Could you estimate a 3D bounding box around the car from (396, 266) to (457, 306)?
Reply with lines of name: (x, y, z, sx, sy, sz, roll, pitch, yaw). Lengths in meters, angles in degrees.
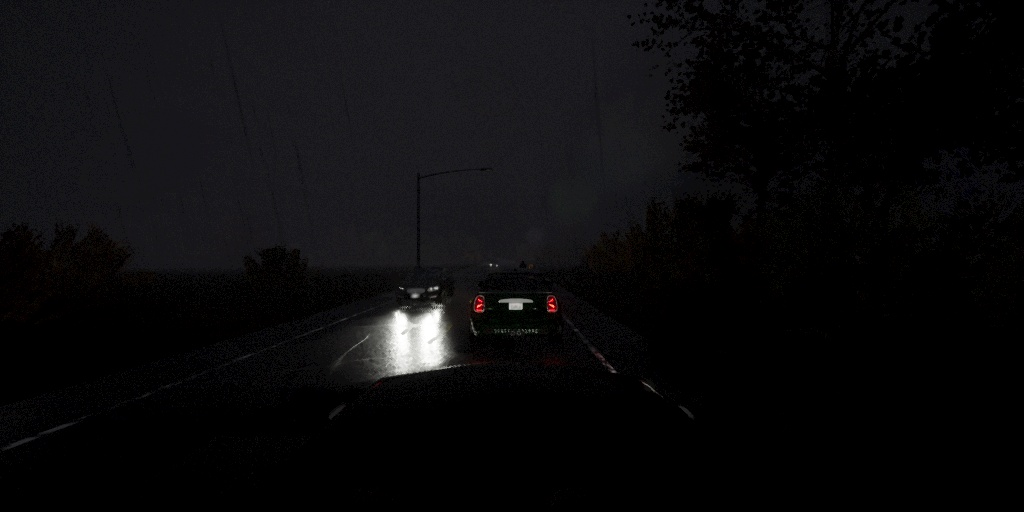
car: (-3.656, 1.236, 15.943, 2.128, 1.511, 4.902, 0, 0, 0)

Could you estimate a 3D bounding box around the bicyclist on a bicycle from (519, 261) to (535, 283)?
bicyclist on a bicycle: (0.902, 1.181, 17.152, 0.866, 1.612, 1.509, 0, 0, 0)

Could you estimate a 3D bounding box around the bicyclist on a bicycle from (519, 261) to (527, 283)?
bicyclist on a bicycle: (0.839, 1.193, 27.269, 0.582, 1.620, 1.656, 0, 0, 0)

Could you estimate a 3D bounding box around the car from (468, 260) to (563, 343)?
car: (0.072, 1.099, 9.808, 2.097, 1.767, 4.553, 0, 0, 0)
